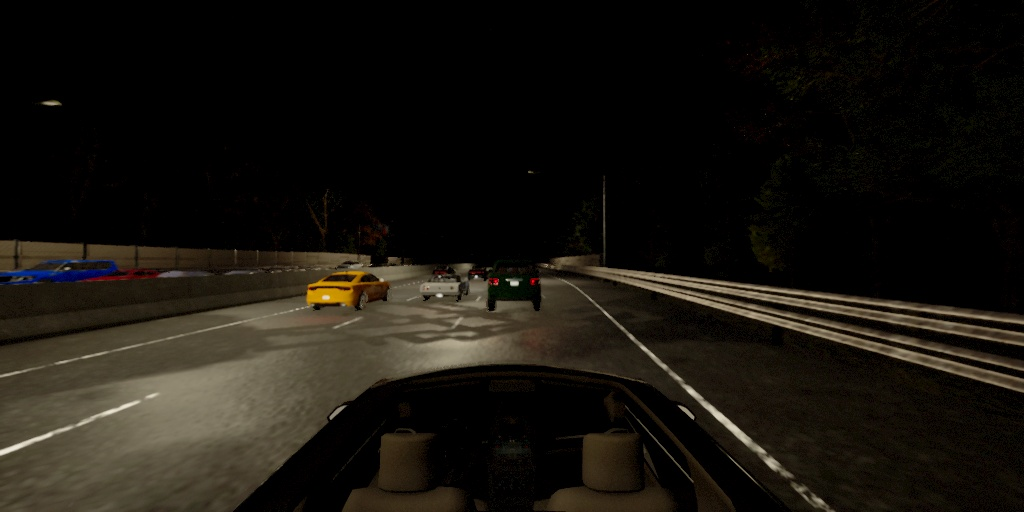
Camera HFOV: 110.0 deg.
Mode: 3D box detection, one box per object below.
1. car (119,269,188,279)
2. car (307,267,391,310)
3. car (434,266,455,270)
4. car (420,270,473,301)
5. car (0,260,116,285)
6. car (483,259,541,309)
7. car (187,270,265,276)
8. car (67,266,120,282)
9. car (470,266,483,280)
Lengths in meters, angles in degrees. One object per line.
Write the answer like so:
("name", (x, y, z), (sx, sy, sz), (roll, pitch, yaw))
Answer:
("car", (-21.109, 1.601, 22.984), (2.033, 1.411, 5.357), (0, -1, 0))
("car", (-6.907, 1.427, 15.789), (1.882, 1.535, 5.008), (0, -1, 0))
("car", (-6.913, 1.763, 36.720), (1.837, 1.490, 4.892), (0, -1, 0))
("car", (-3.406, 1.599, 19.117), (1.895, 1.301, 4.718), (0, -1, 0))
("car", (-27.658, 1.261, 22.113), (2.150, 2.045, 5.566), (0, -1, -2))
("car", (0.092, 1.177, 16.219), (2.150, 2.045, 5.566), (0, -1, 0))
("car", (-17.609, 1.607, 23.398), (2.033, 1.411, 5.357), (0, -1, 0))
("car", (-24.610, 1.579, 23.018), (1.812, 1.442, 4.674), (0, -1, 0))
("car", (-3.413, 1.763, 36.729), (1.837, 1.490, 4.892), (0, -1, 0))
